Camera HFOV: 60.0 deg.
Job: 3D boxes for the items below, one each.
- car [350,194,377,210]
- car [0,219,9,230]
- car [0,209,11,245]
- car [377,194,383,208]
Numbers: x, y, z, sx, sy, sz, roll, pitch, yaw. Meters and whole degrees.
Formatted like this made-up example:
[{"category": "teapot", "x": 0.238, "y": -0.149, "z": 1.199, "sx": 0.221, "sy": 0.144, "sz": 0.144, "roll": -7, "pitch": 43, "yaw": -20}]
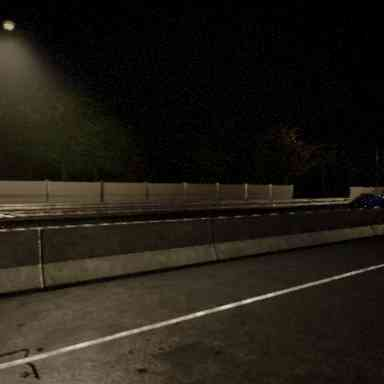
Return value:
[{"category": "car", "x": 21.743, "y": 1.210, "z": 40.951, "sx": 5.566, "sy": 2.045, "sz": 2.150, "roll": 0, "pitch": 0, "yaw": -35}, {"category": "car", "x": -8.786, "y": 1.506, "z": 10.624, "sx": 4.892, "sy": 1.490, "sz": 1.837, "roll": 0, "pitch": 0, "yaw": -35}, {"category": "car", "x": -10.575, "y": 1.548, "z": 13.647, "sx": 5.357, "sy": 1.411, "sz": 2.033, "roll": 0, "pitch": 0, "yaw": -35}, {"category": "car", "x": 24.065, "y": 1.210, "z": 38.307, "sx": 5.566, "sy": 2.045, "sz": 2.150, "roll": 1, "pitch": 0, "yaw": -35}]
